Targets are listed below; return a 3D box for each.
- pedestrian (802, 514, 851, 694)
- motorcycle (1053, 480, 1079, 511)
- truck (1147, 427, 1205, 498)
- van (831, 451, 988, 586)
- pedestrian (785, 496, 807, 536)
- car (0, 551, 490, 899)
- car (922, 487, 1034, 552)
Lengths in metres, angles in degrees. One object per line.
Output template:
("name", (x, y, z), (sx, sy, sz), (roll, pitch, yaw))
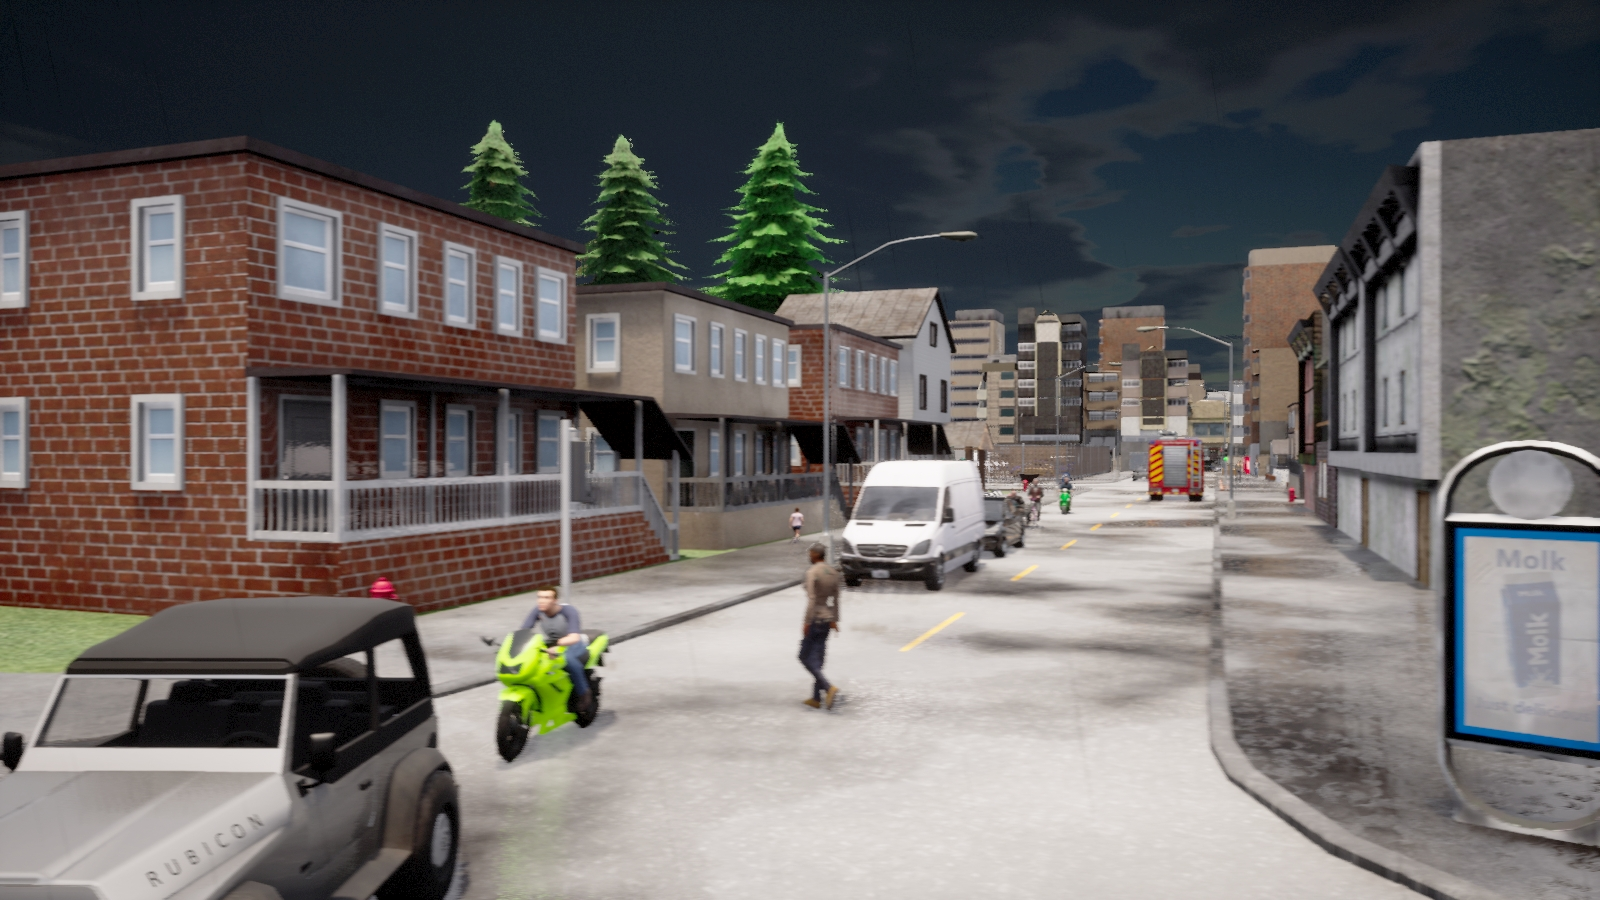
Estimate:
("pedestrian", (0.283, 1.628, 12.248), (0.375, 1.860, 0.375), (0, 0, 45))
("motorcycle", (11.558, 1.961, 49.597), (0.856, 1.236, 1.805), (0, 0, 20))
("truck", (21.679, 0.671, 65.534), (2.891, 3.827, 8.468), (0, 0, 20))
("van", (2.569, 1.314, 24.946), (1.988, 2.561, 5.915), (0, 0, 20))
("pedestrian", (-0.113, 1.903, 32.993), (0.500, 1.100, 0.500), (0, 0, 18))
("car", (-3.126, 1.637, 5.966), (1.905, 1.878, 3.866), (0, 0, 1))
("car", (5.010, 1.842, 31.622), (2.163, 1.488, 4.792), (0, 0, 20))
